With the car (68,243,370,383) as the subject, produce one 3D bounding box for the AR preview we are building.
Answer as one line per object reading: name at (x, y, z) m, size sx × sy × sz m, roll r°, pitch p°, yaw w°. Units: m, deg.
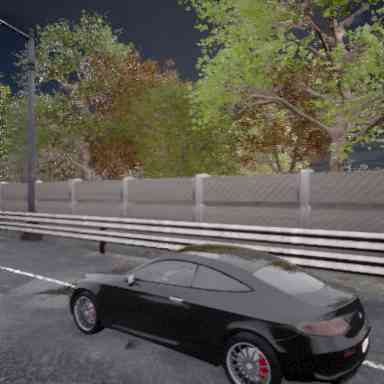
car at (0.077, 1.541, 5.105) m, size 4.674 × 1.442 × 1.812 m, roll 0°, pitch 0°, yaw 36°
